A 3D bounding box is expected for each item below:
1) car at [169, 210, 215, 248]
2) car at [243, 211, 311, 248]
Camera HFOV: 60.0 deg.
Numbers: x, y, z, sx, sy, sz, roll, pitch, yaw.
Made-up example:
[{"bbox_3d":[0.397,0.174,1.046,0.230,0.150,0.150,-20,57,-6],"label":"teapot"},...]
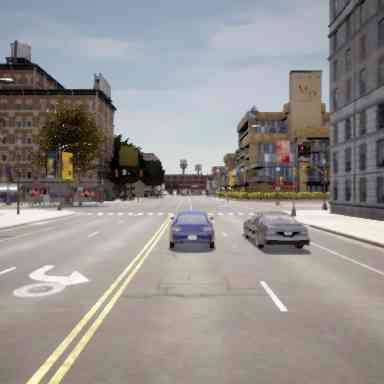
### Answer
[{"bbox_3d":[-0.001,1.532,14.653,1.812,1.442,4.674,0,0,0],"label":"car"},{"bbox_3d":[3.499,1.562,14.660,2.033,1.411,5.357,0,0,0],"label":"car"}]
